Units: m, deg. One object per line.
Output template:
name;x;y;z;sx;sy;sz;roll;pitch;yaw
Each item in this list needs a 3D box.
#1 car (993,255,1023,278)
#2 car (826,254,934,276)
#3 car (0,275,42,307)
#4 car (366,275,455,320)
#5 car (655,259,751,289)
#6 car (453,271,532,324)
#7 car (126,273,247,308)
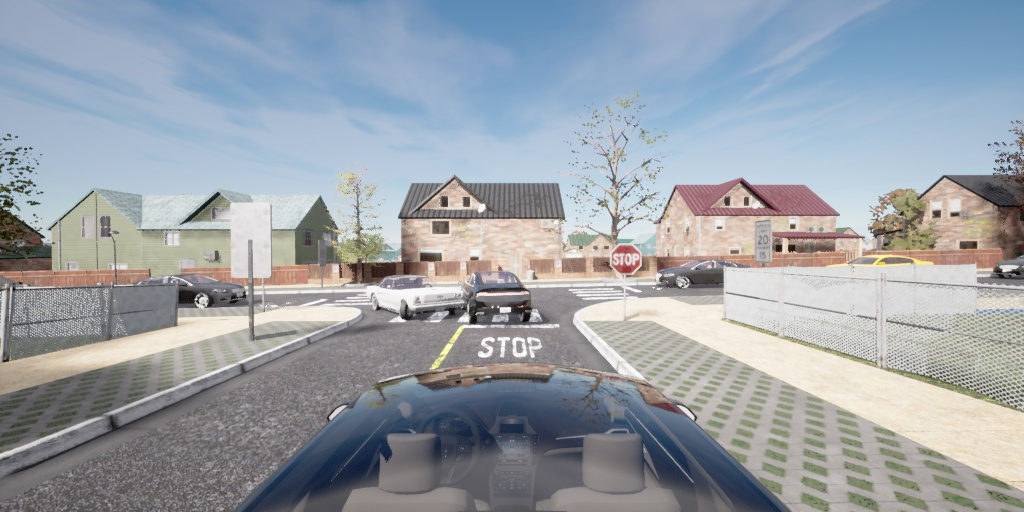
car;29.386;0.478;19.511;4.902;1.511;2.128;-1;1;0
car;19.761;0.690;19.474;5.008;1.535;1.882;-1;1;-1
car;-24.239;1.648;16.342;4.553;1.767;2.097;-1;1;0
car;-3.602;1.368;12.887;1.895;1.301;4.718;0;0;-38
car;10.331;0.926;19.437;4.902;1.511;2.128;-1;1;0
car;-0.685;1.242;12.028;2.128;1.511;4.902;0;0;-12
car;-14.902;1.566;16.383;4.902;1.511;2.128;-1;1;0
